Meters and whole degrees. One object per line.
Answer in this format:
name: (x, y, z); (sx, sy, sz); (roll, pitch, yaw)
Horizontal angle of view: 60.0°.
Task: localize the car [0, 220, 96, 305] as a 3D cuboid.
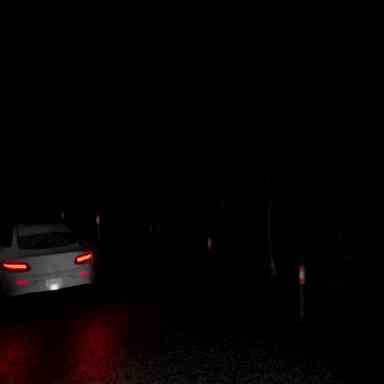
car: (-3.633, 1.413, 8.013); (1.812, 1.442, 4.674); (-2, 2, -30)
